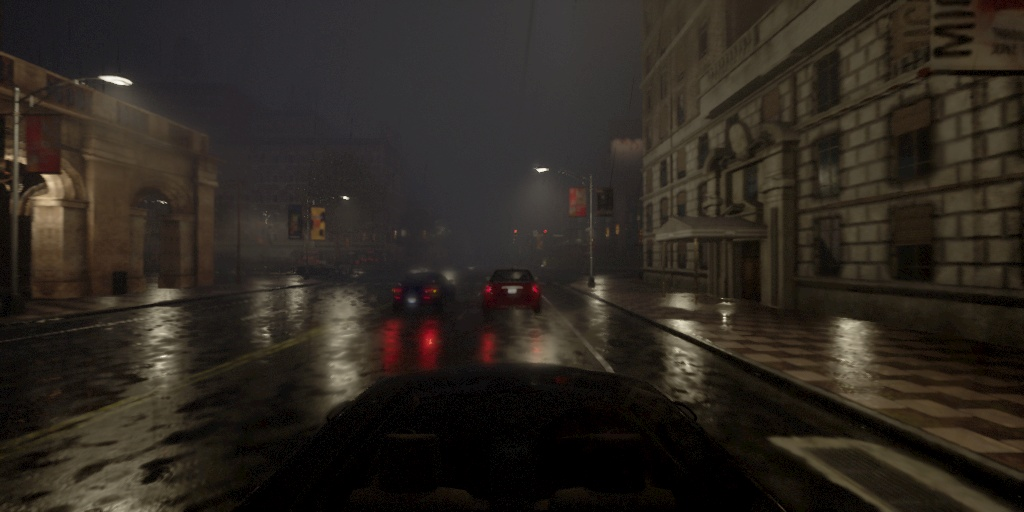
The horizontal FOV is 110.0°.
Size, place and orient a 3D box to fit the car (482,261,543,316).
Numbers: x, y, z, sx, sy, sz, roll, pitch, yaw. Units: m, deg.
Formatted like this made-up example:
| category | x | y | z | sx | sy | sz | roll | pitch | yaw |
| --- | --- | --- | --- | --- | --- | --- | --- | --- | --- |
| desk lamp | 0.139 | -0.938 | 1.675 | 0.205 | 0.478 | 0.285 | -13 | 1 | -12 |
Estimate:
| category | x | y | z | sx | sy | sz | roll | pitch | yaw |
| --- | --- | --- | --- | --- | --- | --- | --- | --- | --- |
| car | 0.008 | 1.206 | 14.105 | 2.097 | 1.767 | 4.553 | 0 | -1 | 0 |

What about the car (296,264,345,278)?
| category | x | y | z | sx | sy | sz | roll | pitch | yaw |
| --- | --- | --- | --- | --- | --- | --- | --- | --- | --- |
| car | -20.703 | 1.593 | 38.912 | 4.902 | 1.511 | 2.128 | 1 | 0 | 0 |

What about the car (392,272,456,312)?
| category | x | y | z | sx | sy | sz | roll | pitch | yaw |
| --- | --- | --- | --- | --- | --- | --- | --- | --- | --- |
| car | -3.492 | 1.386 | 14.813 | 1.812 | 1.442 | 4.674 | 0 | 0 | 0 |
